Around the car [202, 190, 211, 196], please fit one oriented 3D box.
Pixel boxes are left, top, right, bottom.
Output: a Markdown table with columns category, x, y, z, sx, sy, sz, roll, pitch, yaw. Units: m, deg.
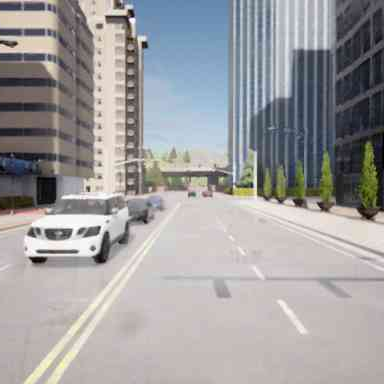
| category | x | y | z | sx | sy | sz | roll | pitch | yaw |
| --- | --- | --- | --- | --- | --- | --- | --- | --- | --- |
| car | 3.508 | 0.230 | 82.582 | 1.994 | 1.385 | 4.181 | 0 | 1 | 0 |

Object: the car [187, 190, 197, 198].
| category | x | y | z | sx | sy | sz | roll | pitch | yaw |
| --- | --- | --- | --- | --- | --- | --- | --- | --- | --- |
| car | 0.007 | 0.463 | 72.152 | 1.837 | 1.490 | 4.892 | 0 | 1 | 0 |

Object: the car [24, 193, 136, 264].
| category | x | y | z | sx | sy | sz | roll | pitch | yaw |
| --- | --- | --- | --- | --- | --- | --- | --- | --- | --- |
| car | -3.597 | 1.062 | 11.614 | 2.150 | 2.045 | 5.566 | 0 | 1 | 0 |

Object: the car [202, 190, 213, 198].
| category | x | y | z | sx | sy | sz | roll | pitch | yaw |
| --- | --- | --- | --- | --- | --- | --- | --- | --- | --- |
| car | 3.507 | 0.514 | 72.569 | 1.994 | 1.385 | 4.181 | 0 | 1 | 0 |

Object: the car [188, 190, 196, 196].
| category | x | y | z | sx | sy | sz | roll | pitch | yaw |
| --- | --- | --- | --- | --- | --- | --- | --- | --- | --- |
| car | 0.009 | 0.197 | 82.582 | 1.812 | 1.442 | 4.674 | 0 | 1 | 0 |

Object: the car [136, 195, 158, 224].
| category | x | y | z | sx | sy | sz | roll | pitch | yaw |
| --- | --- | --- | --- | --- | --- | --- | --- | --- | --- |
| car | -3.593 | 1.168 | 21.962 | 1.882 | 1.535 | 5.008 | 0 | 1 | 0 |

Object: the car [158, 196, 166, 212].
| category | x | y | z | sx | sy | sz | roll | pitch | yaw |
| --- | --- | --- | --- | --- | --- | --- | --- | --- | --- |
| car | -3.570 | 1.071 | 31.922 | 1.812 | 1.442 | 4.674 | 0 | 1 | 1 |
